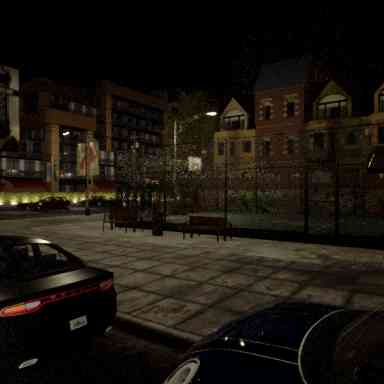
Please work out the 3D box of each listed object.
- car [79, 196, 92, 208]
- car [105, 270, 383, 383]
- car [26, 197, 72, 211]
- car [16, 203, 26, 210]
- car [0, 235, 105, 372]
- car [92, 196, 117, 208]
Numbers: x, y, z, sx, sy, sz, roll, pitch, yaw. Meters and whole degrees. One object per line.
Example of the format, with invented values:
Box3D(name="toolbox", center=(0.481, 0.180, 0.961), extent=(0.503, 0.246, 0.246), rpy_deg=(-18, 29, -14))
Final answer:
Box3D(name="car", center=(-14.468, 1.354, 49.386), extent=(2.097, 1.767, 4.553), rpy_deg=(0, 0, 35))
Box3D(name="car", center=(1.889, 1.354, 1.965), extent=(4.553, 1.767, 2.185), rpy_deg=(0, 0, 35))
Box3D(name="car", center=(-16.839, 1.352, 39.845), extent=(2.097, 1.767, 4.553), rpy_deg=(0, 0, 35))
Box3D(name="car", center=(-19.555, 1.601, 42.076), extent=(1.895, 1.301, 4.718), rpy_deg=(0, 0, 35))
Box3D(name="car", center=(-3.439, 1.480, 5.559), extent=(5.008, 1.535, 2.097), rpy_deg=(0, 0, 35))
Box3D(name="car", center=(-11.346, 1.491, 47.746), extent=(2.128, 1.511, 4.902), rpy_deg=(0, 0, 35))
